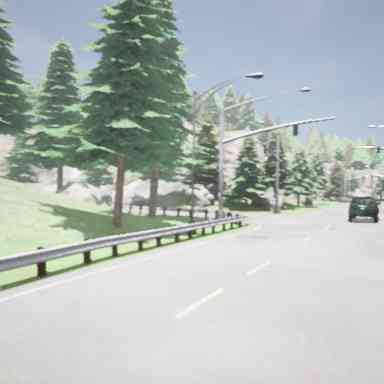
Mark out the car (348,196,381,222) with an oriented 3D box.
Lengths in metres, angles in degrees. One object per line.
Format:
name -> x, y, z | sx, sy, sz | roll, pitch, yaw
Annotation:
car -> 14.694, 1.391, 28.381 | 2.150, 2.045, 5.566 | 1, 0, 30
